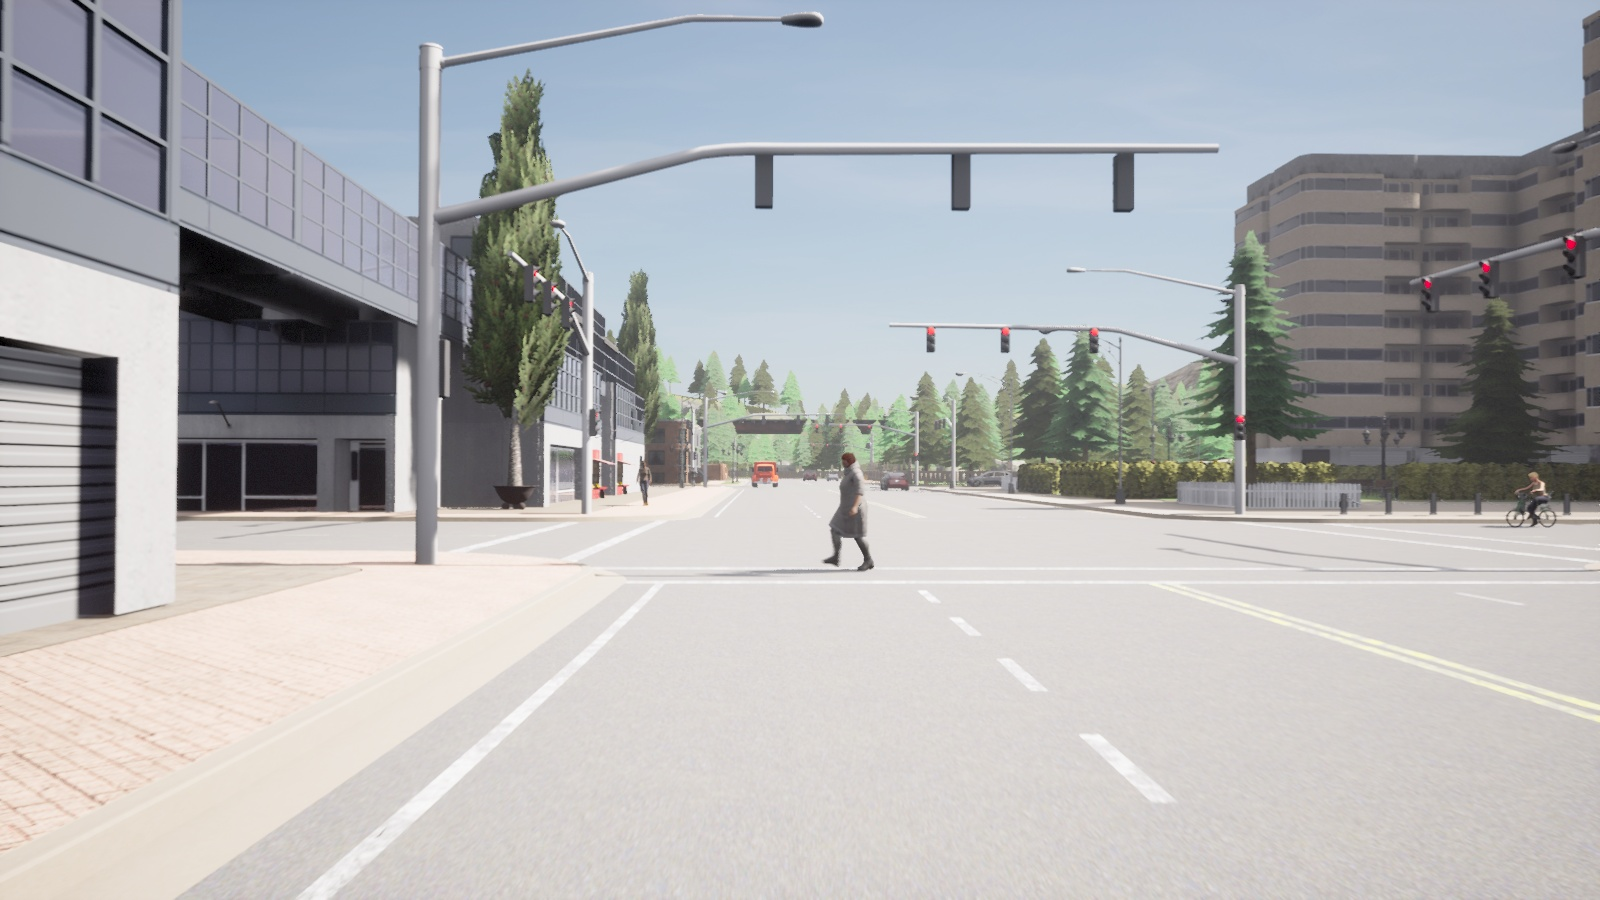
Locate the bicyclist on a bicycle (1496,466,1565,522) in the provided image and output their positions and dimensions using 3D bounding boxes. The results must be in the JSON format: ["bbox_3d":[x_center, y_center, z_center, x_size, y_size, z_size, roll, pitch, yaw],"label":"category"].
[{"bbox_3d":[21.332,1.280,36.684,1.509,1.612,0.866,0,-1,-2],"label":"bicyclist on a bicycle"}]

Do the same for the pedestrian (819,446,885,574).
[{"bbox_3d":[0.803,0.921,19.557,0.873,1.952,0.659,0,-1,-15],"label":"pedestrian"}]

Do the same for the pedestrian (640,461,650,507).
[{"bbox_3d":[-6.096,1.326,49.476,0.328,1.805,0.869,0,-1,-2],"label":"pedestrian"}]
